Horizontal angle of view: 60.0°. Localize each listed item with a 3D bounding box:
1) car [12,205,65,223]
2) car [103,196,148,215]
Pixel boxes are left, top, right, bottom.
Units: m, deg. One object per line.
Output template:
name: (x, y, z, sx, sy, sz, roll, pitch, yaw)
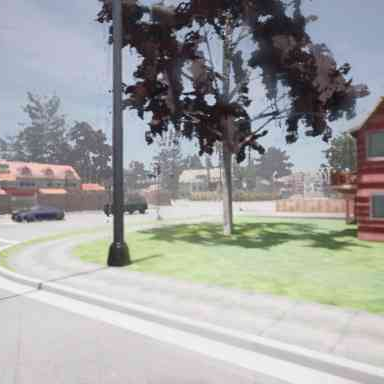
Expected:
car: (-13.236, 1.854, 28.817, 1.994, 1.385, 4.181, -1, 0, 34)
car: (-7.376, 1.515, 37.496, 2.150, 2.045, 5.566, -1, 0, 35)
